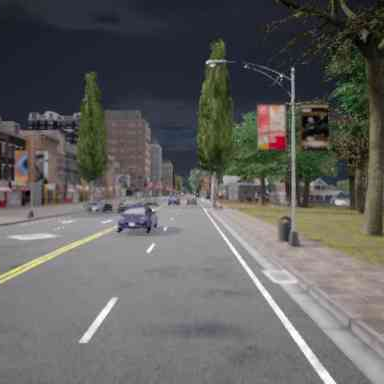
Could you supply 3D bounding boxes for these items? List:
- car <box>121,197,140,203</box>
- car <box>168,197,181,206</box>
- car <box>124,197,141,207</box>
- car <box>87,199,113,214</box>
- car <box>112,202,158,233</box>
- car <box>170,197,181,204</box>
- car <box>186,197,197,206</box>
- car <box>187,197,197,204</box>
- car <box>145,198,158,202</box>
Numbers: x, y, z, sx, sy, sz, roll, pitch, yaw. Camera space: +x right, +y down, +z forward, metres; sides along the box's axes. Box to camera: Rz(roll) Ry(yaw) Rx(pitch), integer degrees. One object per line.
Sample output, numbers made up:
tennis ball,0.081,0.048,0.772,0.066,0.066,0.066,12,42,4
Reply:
car,-6.602,1.510,35.344,1.882,1.535,5.008,0,0,0
car,-3.267,1.635,58.929,1.812,1.442,4.674,0,0,0
car,-9.812,1.599,55.342,1.837,1.490,4.892,0,-1,0
car,-9.851,1.525,35.920,2.128,1.511,4.902,0,0,0
car,-3.150,1.529,19.713,1.812,1.442,4.674,0,0,0
car,-3.269,1.693,68.443,2.033,1.411,5.357,0,0,0
car,-0.017,1.603,59.237,2.128,1.511,4.902,0,0,0
car,-0.019,1.747,68.473,1.895,1.301,4.718,0,0,0
car,-6.576,1.650,53.589,1.994,1.385,4.181,0,0,0
